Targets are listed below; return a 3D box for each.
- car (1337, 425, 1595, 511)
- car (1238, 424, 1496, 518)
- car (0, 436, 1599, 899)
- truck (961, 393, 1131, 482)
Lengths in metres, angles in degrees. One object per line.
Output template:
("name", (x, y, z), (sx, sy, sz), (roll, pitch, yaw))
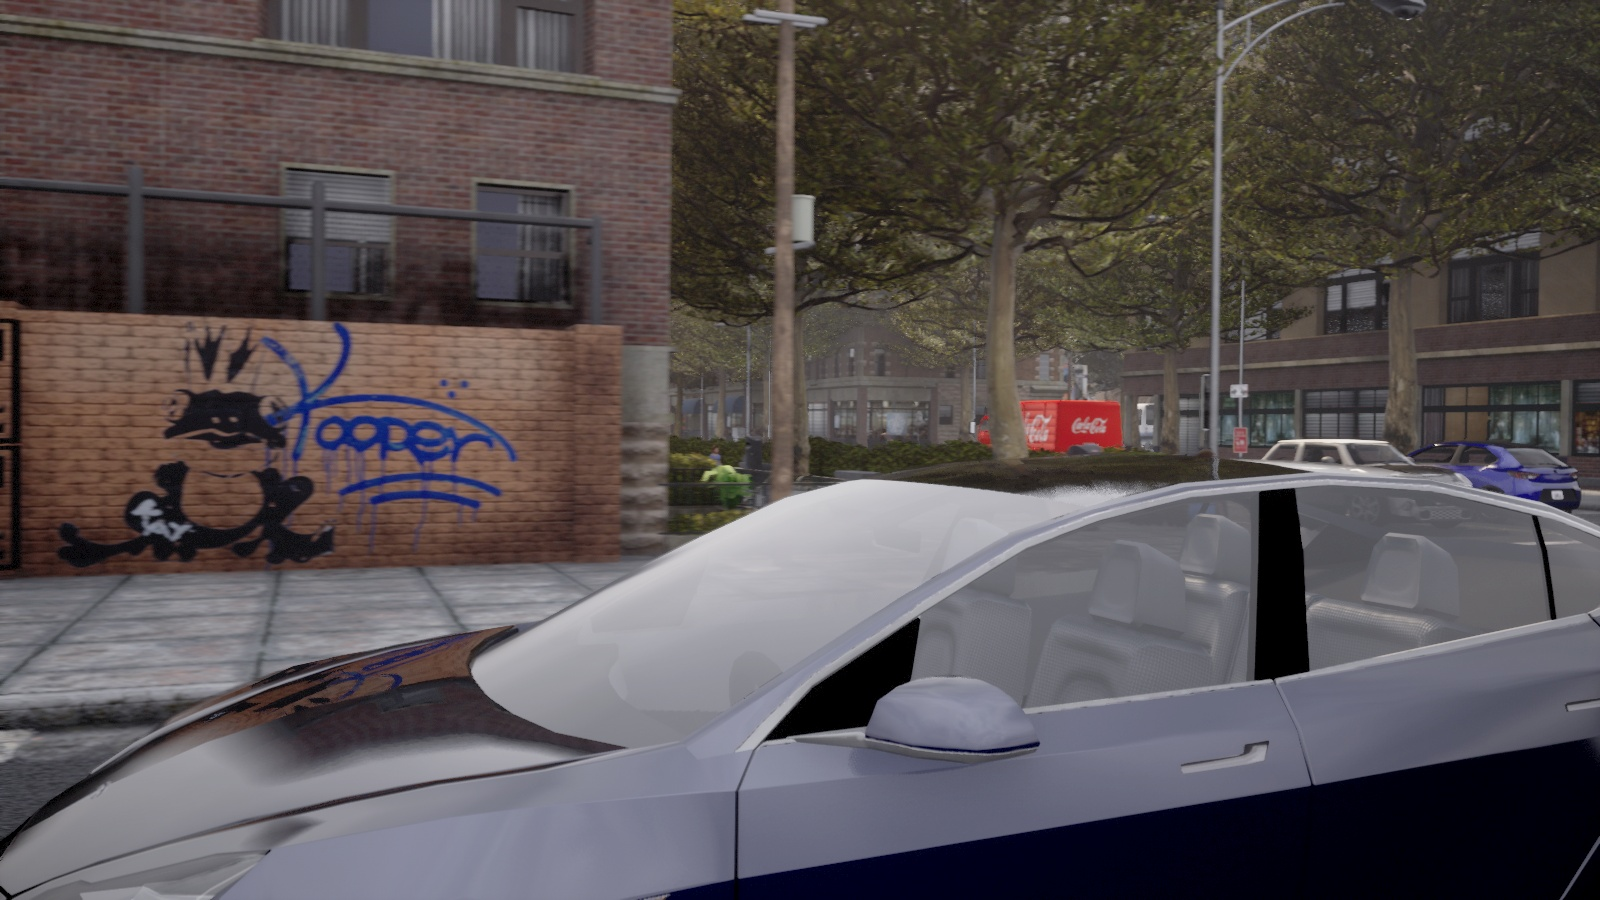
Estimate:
("car", (12.651, 0.282, 24.155), (1.816, 1.474, 4.193), (-1, 1, -22))
("car", (9.762, 0.301, 21.925), (1.970, 1.475, 3.806), (-1, 1, -21))
("car", (0.583, 0.736, 3.429), (4.792, 1.488, 2.163), (-1, 1, -21))
("truck", (7.310, -0.389, 37.964), (2.627, 2.467, 5.204), (-1, 1, -21))
